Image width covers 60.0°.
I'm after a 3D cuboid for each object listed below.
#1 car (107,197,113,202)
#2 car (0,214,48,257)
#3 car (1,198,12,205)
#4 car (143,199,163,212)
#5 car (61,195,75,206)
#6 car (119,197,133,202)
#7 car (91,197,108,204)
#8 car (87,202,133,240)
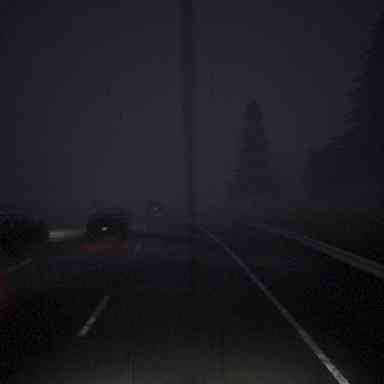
[{"bbox_3d":[-16.322,1.782,63.769,1.837,1.490,4.892,0,0,-24],"label":"car"},{"bbox_3d":[-7.304,1.612,13.255,2.128,1.511,4.902,-1,0,-5],"label":"car"},{"bbox_3d":[-40.519,2.094,72.799,1.837,1.490,4.892,-1,0,-30],"label":"car"},{"bbox_3d":[-4.751,1.590,40.214,1.837,1.490,4.892,0,0,-14],"label":"car"},{"bbox_3d":[-23.241,1.609,62.467,2.150,2.045,5.566,0,0,-25],"label":"car"},{"bbox_3d":[-12.799,1.698,64.483,1.882,1.535,5.008,0,0,-23],"label":"car"},{"bbox_3d":[-13.885,1.835,48.980,1.895,1.301,4.718,-1,0,-19],"label":"car"},{"bbox_3d":[-4.288,1.551,17.801,1.882,1.535,5.008,-1,0,-6],"label":"car"}]
